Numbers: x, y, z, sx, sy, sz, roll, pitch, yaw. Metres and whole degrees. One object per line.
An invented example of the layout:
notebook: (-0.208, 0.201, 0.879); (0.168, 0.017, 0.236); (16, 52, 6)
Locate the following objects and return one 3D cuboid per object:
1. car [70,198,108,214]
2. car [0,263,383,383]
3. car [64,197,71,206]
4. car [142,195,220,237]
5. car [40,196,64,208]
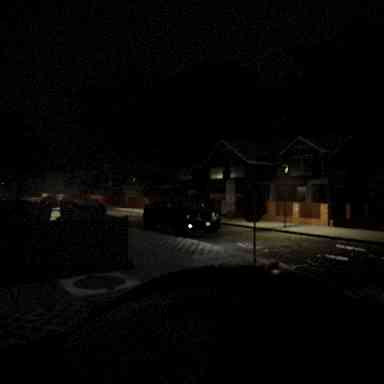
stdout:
car: (-9.497, 1.395, 31.105); (1.882, 1.535, 5.008); (0, 0, -35)
car: (0.179, 1.487, 2.883); (5.008, 1.535, 1.882); (0, 1, -39)
car: (-18.558, 1.446, 49.193); (1.895, 1.301, 4.718); (0, 0, -35)
car: (-0.785, 1.209, 18.636); (2.150, 2.045, 5.566); (0, 0, -35)
car: (-19.355, 1.348, 45.349); (1.837, 1.490, 4.892); (0, 0, -35)
